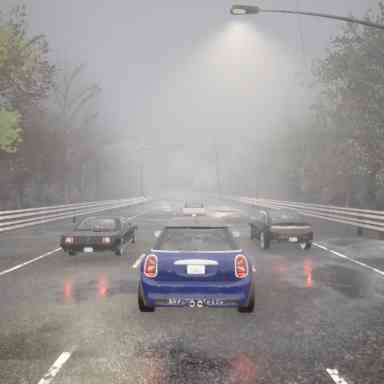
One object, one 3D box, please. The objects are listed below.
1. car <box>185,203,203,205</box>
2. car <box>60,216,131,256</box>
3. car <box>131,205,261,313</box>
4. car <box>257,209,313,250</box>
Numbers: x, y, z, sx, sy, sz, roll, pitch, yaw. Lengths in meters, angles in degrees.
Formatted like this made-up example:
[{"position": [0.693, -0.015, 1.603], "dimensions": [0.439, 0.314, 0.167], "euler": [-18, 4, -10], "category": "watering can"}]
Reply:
[{"position": [0.171, 1.581, 29.111], "dimensions": [1.895, 1.301, 4.718], "euler": [0, 0, 0], "category": "car"}, {"position": [-3.369, 1.596, 13.072], "dimensions": [1.895, 1.301, 4.718], "euler": [0, 0, 0], "category": "car"}, {"position": [0.113, 1.350, 7.837], "dimensions": [2.097, 1.767, 4.553], "euler": [0, 0, 1], "category": "car"}, {"position": [3.634, 1.486, 14.325], "dimensions": [2.128, 1.511, 4.902], "euler": [0, 0, 0], "category": "car"}]
